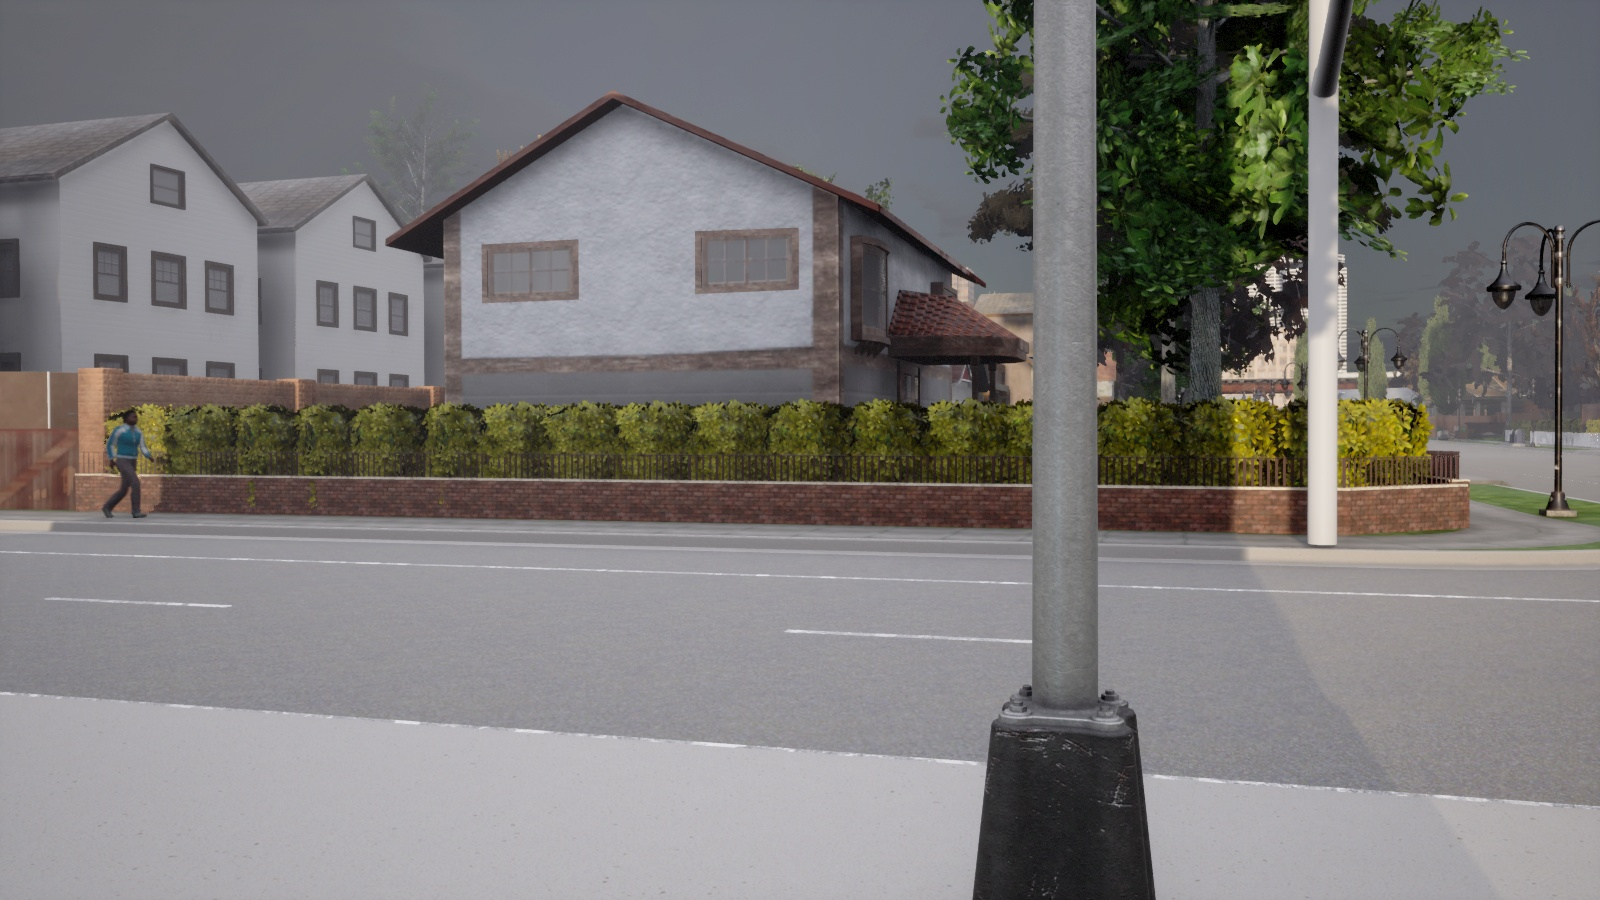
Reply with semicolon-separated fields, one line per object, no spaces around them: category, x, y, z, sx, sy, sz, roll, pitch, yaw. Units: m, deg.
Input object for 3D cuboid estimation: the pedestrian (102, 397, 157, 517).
pedestrian;-10.979;0.111;20.567;0.692;1.930;0.396;0;1;16
